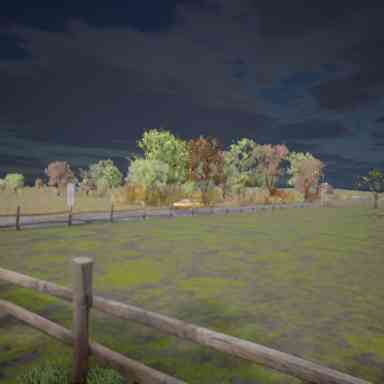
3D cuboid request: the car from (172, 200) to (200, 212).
[{"bbox_3d":[-0.920,1.774,43.698,1.882,1.535,5.008,2,0,36],"label":"car"}]
